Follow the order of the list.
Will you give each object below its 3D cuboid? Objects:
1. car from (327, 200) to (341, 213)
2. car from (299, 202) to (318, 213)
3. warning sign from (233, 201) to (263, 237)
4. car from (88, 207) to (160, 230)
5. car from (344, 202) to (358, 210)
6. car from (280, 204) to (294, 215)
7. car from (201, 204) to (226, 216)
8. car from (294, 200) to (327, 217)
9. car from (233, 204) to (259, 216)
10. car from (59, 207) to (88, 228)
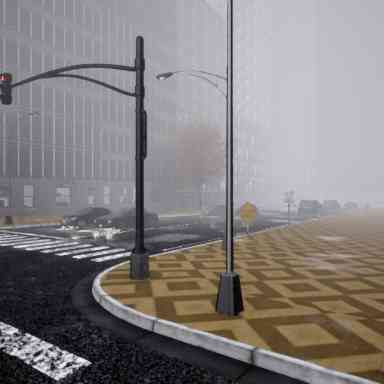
[{"bbox_3d":[22.401,2.266,53.517,2.150,2.045,5.566,0,-1,33],"label":"car"},{"bbox_3d":[19.193,2.506,54.725,1.882,1.535,5.008,0,-1,33],"label":"car"},{"bbox_3d":[3.122,1.454,18.564,1.300,1.860,1.060,1,1,33],"label":"warning sign"},{"bbox_3d":[-4.558,1.884,24.123,2.033,1.411,5.357,0,-1,33],"label":"car"},{"bbox_3d":[31.498,2.661,65.692,2.097,1.767,4.553,0,-1,33],"label":"car"},{"bbox_3d":[13.634,2.372,46.035,1.812,1.442,4.674,0,-1,33],"label":"car"},{"bbox_3d":[2.920,2.196,41.679,1.812,1.442,4.674,0,-1,33],"label":"car"},{"bbox_3d":[15.127,2.027,42.251,2.150,2.045,5.566,0,-1,33],"label":"car"},{"bbox_3d":[6.808,2.217,41.699,1.837,1.490,4.892,0,-1,33],"label":"car"},{"bbox_3d":[-7.716,1.845,25.212,1.812,1.442,4.674,0,-1,32],"label":"car"}]
